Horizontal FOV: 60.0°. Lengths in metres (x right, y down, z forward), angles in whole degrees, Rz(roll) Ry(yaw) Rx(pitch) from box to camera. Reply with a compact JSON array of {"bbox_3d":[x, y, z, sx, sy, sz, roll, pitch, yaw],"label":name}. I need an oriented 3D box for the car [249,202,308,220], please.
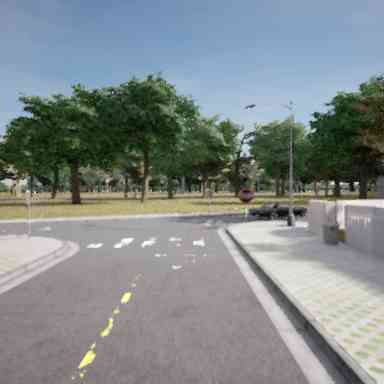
[{"bbox_3d":[6.801,1.430,25.335,4.718,1.301,1.895,0,1,-23],"label":"car"}]
